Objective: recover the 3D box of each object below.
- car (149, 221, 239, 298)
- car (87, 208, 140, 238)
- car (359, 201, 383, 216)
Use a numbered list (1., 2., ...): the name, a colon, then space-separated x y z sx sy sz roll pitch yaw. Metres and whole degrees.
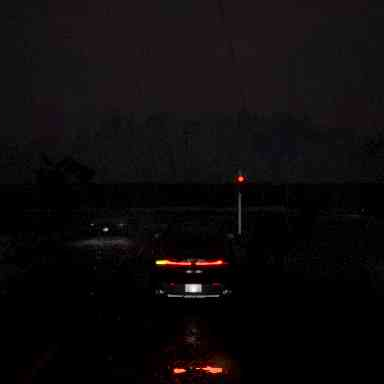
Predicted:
1. car: 0.054 1.501 8.477 1.837 1.490 4.892 0 0 1
2. car: -3.965 1.556 17.443 1.994 1.385 4.181 0 0 1
3. car: 18.207 1.550 31.553 4.181 1.385 1.994 0 0 0
